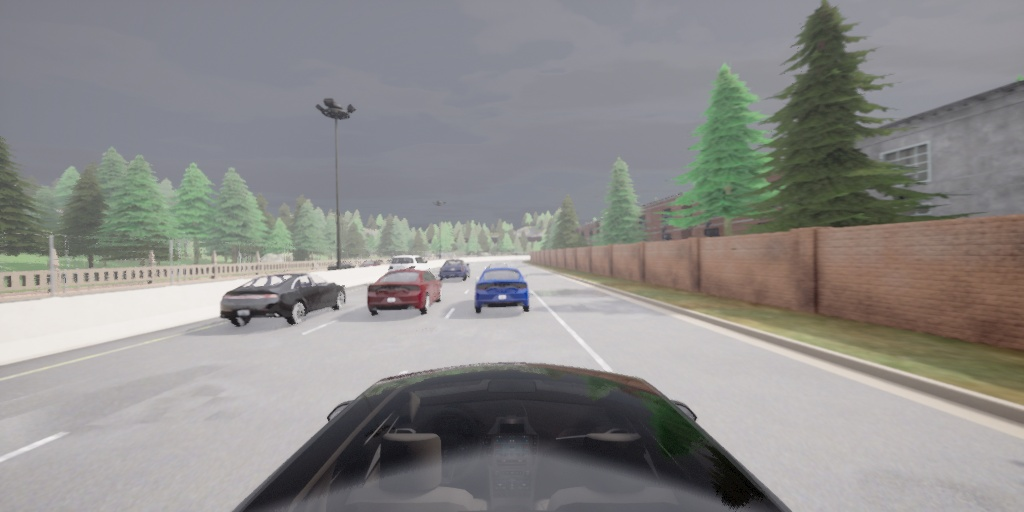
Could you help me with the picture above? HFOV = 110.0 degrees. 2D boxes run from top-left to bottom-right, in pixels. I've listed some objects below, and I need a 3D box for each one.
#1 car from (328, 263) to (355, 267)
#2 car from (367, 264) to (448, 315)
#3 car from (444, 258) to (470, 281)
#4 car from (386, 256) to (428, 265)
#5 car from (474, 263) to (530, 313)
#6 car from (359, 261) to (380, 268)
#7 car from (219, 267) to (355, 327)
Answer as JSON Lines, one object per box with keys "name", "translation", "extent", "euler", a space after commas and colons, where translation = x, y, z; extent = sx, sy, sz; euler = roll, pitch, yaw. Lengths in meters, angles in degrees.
{"name": "car", "translation": [-23.140, 1.543, 48.790], "extent": [1.895, 1.301, 4.718], "euler": [-1, 0, -2]}
{"name": "car", "translation": [-3.899, 1.239, 13.782], "extent": [1.882, 1.535, 5.008], "euler": [-1, 0, -2]}
{"name": "car", "translation": [-4.609, 1.043, 29.449], "extent": [2.097, 1.767, 4.553], "euler": [-1, 0, -2]}
{"name": "car", "translation": [-8.073, 0.986, 28.493], "extent": [2.150, 2.045, 5.566], "euler": [-1, 1, -2]}
{"name": "car", "translation": [-0.403, 1.171, 13.939], "extent": [1.882, 1.535, 5.008], "euler": [-1, 0, -2]}
{"name": "car", "translation": [-19.686, 1.396, 49.884], "extent": [1.812, 1.442, 4.674], "euler": [-1, 0, -2]}
{"name": "car", "translation": [-7.336, 1.325, 12.106], "extent": [2.128, 1.511, 4.902], "euler": [-1, 0, -2]}
